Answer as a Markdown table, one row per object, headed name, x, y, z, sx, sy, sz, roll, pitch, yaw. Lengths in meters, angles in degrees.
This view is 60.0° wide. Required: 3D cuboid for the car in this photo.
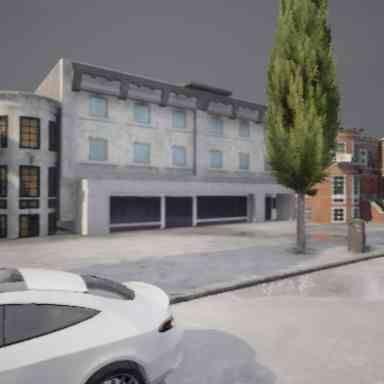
| name | x | y | z | sx | sy | sz | roll | pitch | yaw |
| --- | --- | --- | --- | --- | --- | --- | --- | --- | --- |
| car | -2.261 | 1.525 | 2.984 | 4.674 | 1.442 | 1.812 | 1 | 0 | -35 |
